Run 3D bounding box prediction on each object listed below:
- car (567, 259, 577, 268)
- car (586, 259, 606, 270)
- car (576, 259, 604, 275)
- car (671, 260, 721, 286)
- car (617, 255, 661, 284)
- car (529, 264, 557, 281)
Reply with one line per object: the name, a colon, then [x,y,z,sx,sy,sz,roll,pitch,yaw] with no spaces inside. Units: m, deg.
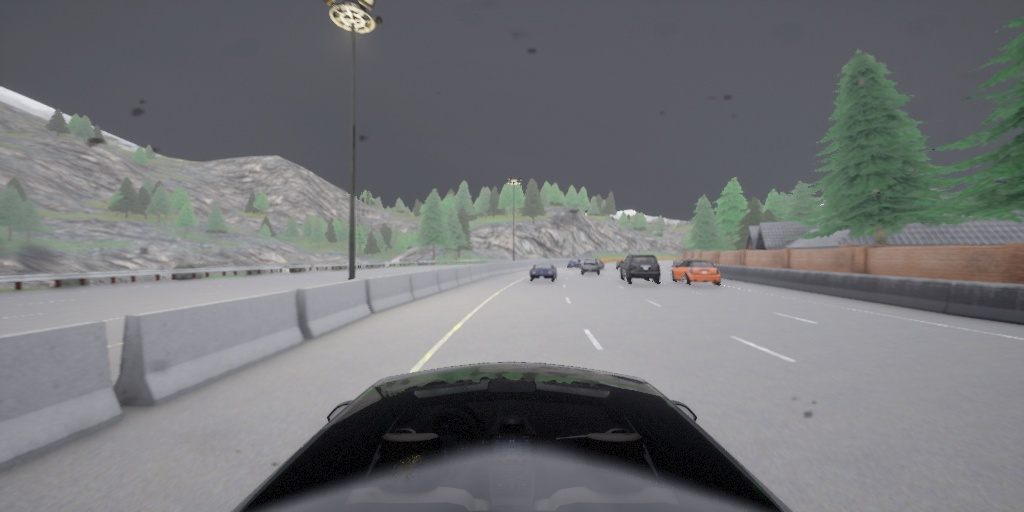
car: [9.621,1.108,54.164,1.812,1.442,4.674,0,0,20]
car: [11.565,1.157,49.356,2.033,1.411,5.357,0,0,20]
car: [8.143,1.135,37.217,2.128,1.511,4.902,0,0,13]
car: [12.725,1.063,25.129,2.097,1.767,4.553,0,0,9]
car: [9.330,0.915,26.379,2.150,2.045,5.566,0,0,10]
car: [2.591,1.255,28.418,1.895,1.301,4.718,0,0,10]
